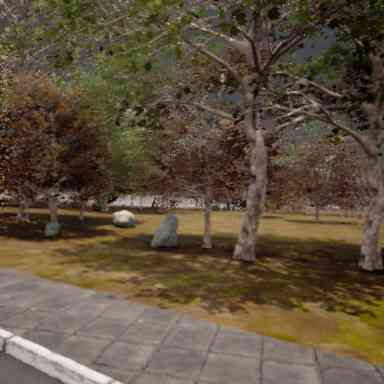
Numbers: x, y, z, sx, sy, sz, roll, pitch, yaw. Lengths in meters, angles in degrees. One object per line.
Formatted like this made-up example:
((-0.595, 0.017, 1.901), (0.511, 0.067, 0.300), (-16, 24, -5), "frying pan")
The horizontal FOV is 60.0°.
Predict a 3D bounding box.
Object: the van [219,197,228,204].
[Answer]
((7.722, 2.485, 95.241), (1.878, 1.987, 4.442), (5, 1, 43), "van")

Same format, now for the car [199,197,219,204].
((3.984, 2.221, 91.274), (2.435, 2.045, 5.566), (5, 1, 43), "car")
